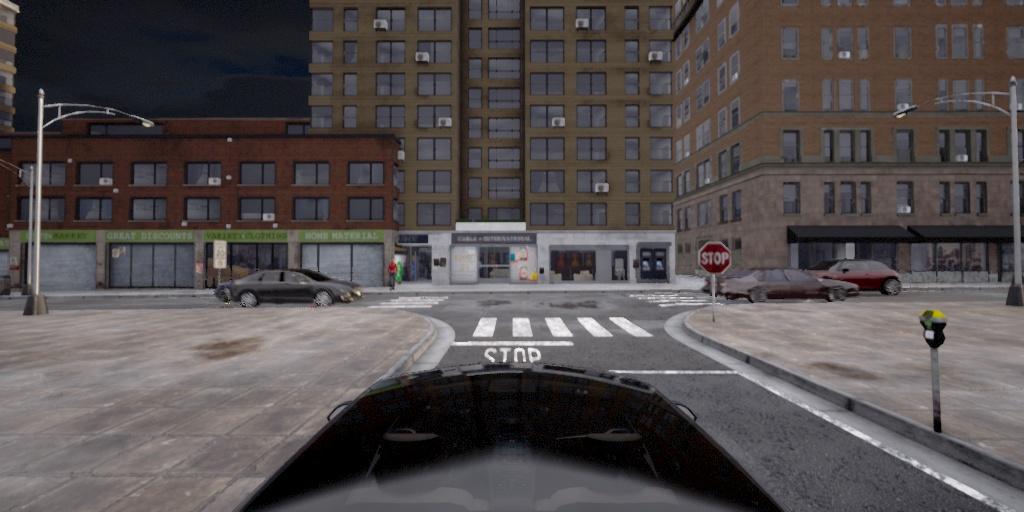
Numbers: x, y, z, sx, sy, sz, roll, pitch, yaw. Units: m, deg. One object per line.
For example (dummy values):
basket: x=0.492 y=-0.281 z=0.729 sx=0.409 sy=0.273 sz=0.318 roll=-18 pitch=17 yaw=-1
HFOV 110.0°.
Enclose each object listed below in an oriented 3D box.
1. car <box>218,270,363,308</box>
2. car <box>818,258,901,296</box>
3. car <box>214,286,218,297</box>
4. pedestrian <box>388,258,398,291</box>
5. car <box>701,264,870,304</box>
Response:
car: x=-8.643 y=1.299 z=14.547 sx=4.892 sy=1.490 sz=1.837 roll=-1 pitch=-1 yaw=0
car: x=15.704 y=0.969 z=17.361 sx=4.553 sy=1.767 sz=2.097 roll=0 pitch=-1 yaw=0
car: x=-11.760 y=1.408 z=17.500 sx=4.674 sy=1.442 sz=1.812 roll=-1 pitch=-1 yaw=0
pedestrian: x=-6.792 y=1.022 z=20.402 sx=0.375 sy=1.860 sz=0.375 roll=0 pitch=0 yaw=0
car: x=10.616 y=1.154 z=14.424 sx=5.357 sy=1.411 sz=2.033 roll=0 pitch=-1 yaw=0
